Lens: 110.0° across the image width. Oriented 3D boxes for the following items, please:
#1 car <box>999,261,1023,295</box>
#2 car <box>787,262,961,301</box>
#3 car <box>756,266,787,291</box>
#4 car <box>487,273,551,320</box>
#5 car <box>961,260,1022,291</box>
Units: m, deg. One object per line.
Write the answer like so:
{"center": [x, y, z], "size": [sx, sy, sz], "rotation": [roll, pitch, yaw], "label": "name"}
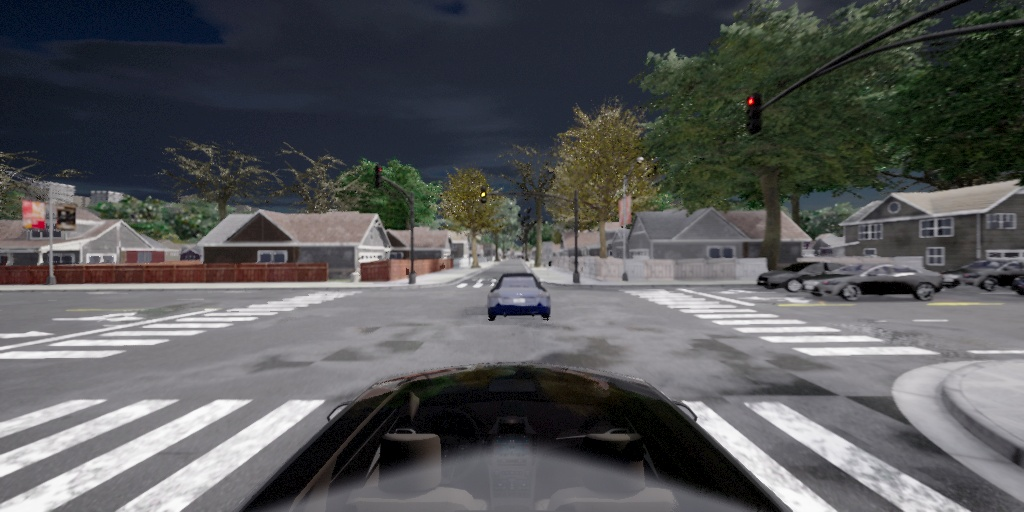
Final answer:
{"center": [23.934, 1.034, 14.975], "size": [4.181, 1.385, 1.994], "rotation": [-1, 0, 1], "label": "car"}
{"center": [15.027, 1.045, 15.140], "size": [4.902, 1.511, 2.128], "rotation": [-1, 0, 1], "label": "car"}
{"center": [15.266, 1.044, 18.394], "size": [4.892, 1.490, 1.837], "rotation": [-1, 0, 1], "label": "car"}
{"center": [0.212, 1.273, 12.479], "size": [1.994, 1.385, 4.181], "rotation": [-1, 0, 0], "label": "car"}
{"center": [24.671, 0.943, 18.204], "size": [4.902, 1.511, 2.128], "rotation": [-1, 0, 1], "label": "car"}
